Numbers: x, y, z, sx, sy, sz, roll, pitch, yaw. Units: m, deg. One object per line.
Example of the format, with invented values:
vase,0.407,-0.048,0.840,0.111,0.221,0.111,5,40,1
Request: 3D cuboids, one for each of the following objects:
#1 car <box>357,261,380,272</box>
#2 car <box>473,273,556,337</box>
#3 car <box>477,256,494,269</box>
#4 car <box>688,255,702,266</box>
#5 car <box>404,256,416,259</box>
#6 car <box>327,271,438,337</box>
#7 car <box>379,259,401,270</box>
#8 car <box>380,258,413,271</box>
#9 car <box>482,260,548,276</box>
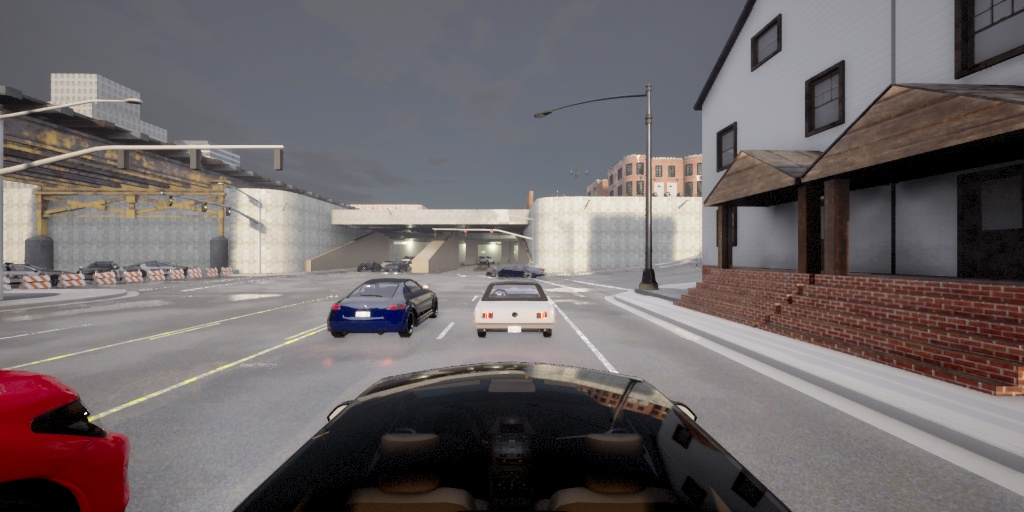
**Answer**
car,-18.345,1.314,46.267,1.994,1.385,4.181,0,0,-1
car,0.070,1.351,10.239,1.895,1.301,4.718,0,0,0
car,-4.425,1.241,56.633,2.128,1.511,4.902,0,0,-1
car,17.482,-0.016,30.257,4.718,1.301,1.895,-10,0,0
car,-15.092,1.241,55.958,2.128,1.511,4.902,0,0,-1
car,-3.432,1.314,10.284,1.994,1.385,4.181,0,0,0
car,-18.564,1.276,54.839,1.812,1.442,4.674,0,0,-1
car,-14.848,1.297,46.355,2.033,1.411,5.357,0,0,-1
car,0.421,1.306,31.387,5.357,1.411,2.033,0,0,22
